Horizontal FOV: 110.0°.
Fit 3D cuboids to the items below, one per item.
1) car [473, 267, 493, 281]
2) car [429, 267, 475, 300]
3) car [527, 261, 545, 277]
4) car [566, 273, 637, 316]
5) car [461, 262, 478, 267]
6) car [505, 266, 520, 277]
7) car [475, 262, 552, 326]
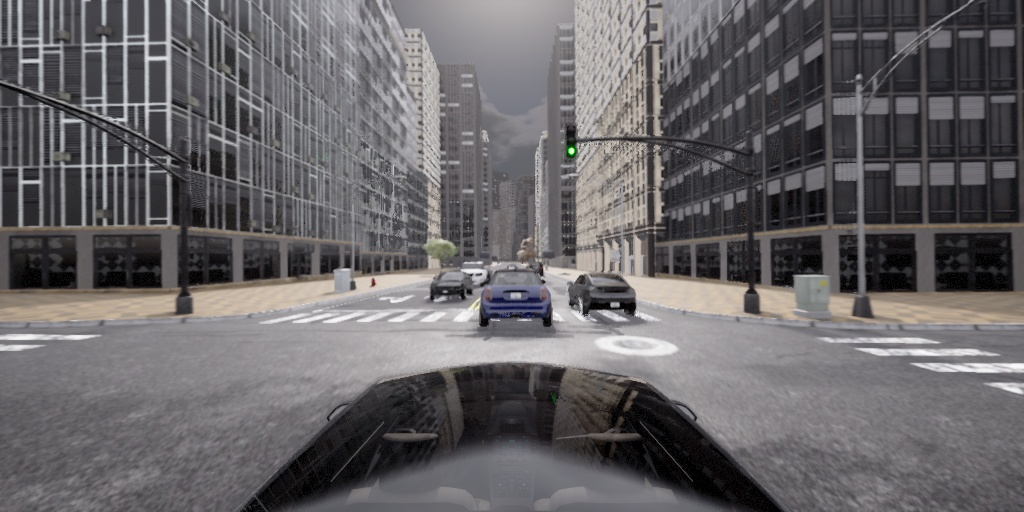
[{"bbox_3d":[-3.222,1.978,40.781,1.837,1.490,4.892,-1,-1,0],"label":"car"},{"bbox_3d":[-3.333,1.566,20.457,1.882,1.535,5.008,-1,-1,0],"label":"car"},{"bbox_3d":[3.289,1.812,50.299,2.150,2.045,5.566,-1,-1,0],"label":"car"},{"bbox_3d":[3.358,1.403,14.114,1.837,1.490,4.892,0,-1,0],"label":"car"},{"bbox_3d":[-3.311,1.499,30.409,2.150,2.045,5.566,-1,-1,0],"label":"car"},{"bbox_3d":[0.043,2.212,51.697,1.994,1.385,4.181,-1,-1,0],"label":"car"},{"bbox_3d":[0.109,1.216,12.164,2.097,1.767,4.553,0,-2,0],"label":"car"}]
